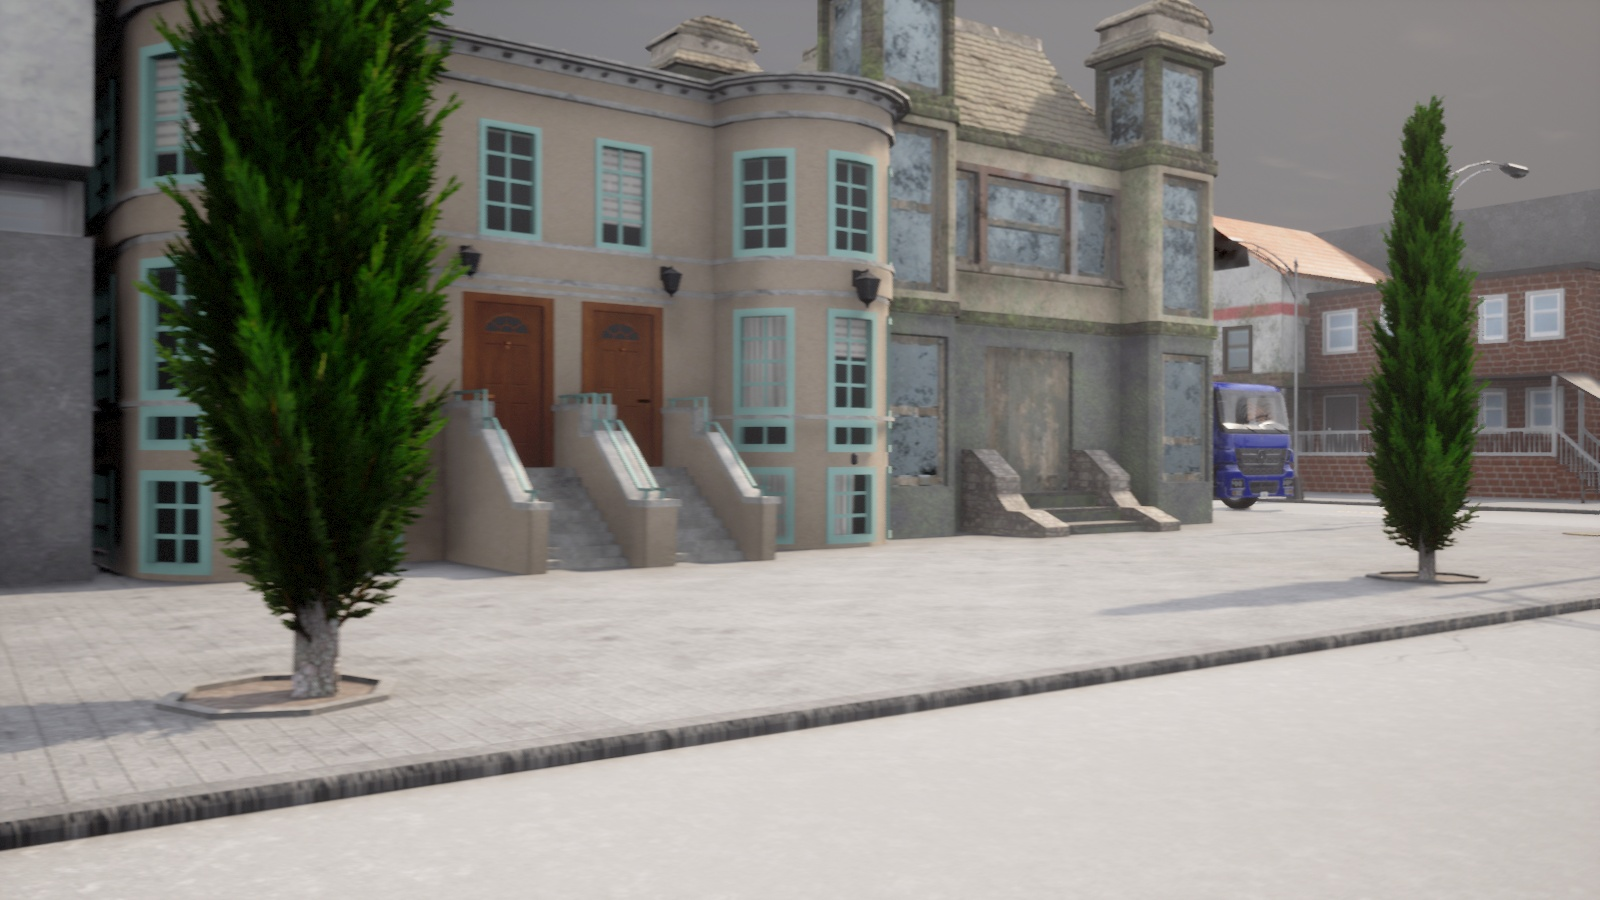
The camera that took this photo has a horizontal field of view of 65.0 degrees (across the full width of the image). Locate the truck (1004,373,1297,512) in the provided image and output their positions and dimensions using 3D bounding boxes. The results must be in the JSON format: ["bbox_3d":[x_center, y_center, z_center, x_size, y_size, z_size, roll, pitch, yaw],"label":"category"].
[{"bbox_3d":[9.562,-0.171,35.268,2.891,3.462,7.936,0,0,-34],"label":"truck"}]

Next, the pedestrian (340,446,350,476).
[{"bbox_3d":[-29.271,0.715,80.744,0.396,1.930,0.692,0,0,-36],"label":"pedestrian"}]
